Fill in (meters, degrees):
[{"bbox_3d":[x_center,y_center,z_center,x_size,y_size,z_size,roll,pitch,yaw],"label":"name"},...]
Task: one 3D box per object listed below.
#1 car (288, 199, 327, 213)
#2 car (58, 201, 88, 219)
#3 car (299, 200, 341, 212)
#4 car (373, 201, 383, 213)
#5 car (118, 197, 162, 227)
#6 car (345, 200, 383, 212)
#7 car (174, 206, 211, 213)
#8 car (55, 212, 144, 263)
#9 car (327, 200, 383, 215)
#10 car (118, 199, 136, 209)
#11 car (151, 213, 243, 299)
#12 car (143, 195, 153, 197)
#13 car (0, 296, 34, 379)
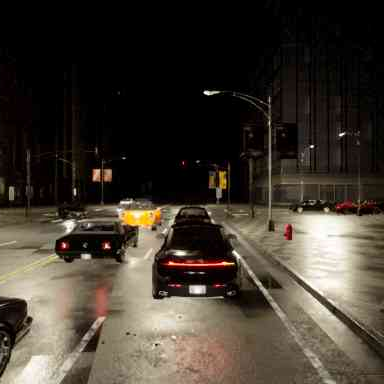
[{"bbox_3d":[13.208,1.576,37.016,4.892,1.490,1.837,0,-1,-1],"label":"car"},{"bbox_3d":[-10.329,1.587,28.783,1.837,1.490,4.892,4,-3,-30],"label":"car"},{"bbox_3d":[15.270,1.663,39.797,4.313,1.339,1.947,0,0,-1],"label":"car"},{"bbox_3d":[23.108,1.640,37.150,4.718,1.301,1.895,0,-1,-1],"label":"car"},{"bbox_3d":[-3.104,1.397,21.014,2.097,1.767,4.553,0,0,0],"label":"car"},{"bbox_3d":[20.910,1.644,39.873,4.313,1.339,1.947,0,0,-1],"label":"car"},{"bbox_3d":[0.038,1.510,17.900,1.882,1.535,5.008,0,0,0],"label":"car"},{"bbox_3d":[-3.123,1.615,12.020,1.895,1.301,4.718,0,0,0],"label":"car"},{"bbox_3d":[15.382,1.577,31.273,4.206,1.307,1.802,0,0,-1],"label":"car"},{"bbox_3d":[-9.736,1.746,50.428,1.812,1.442,4.674,0,0,0],"label":"car"},{"bbox_3d":[0.116,1.512,8.409,1.837,1.490,4.892,0,0,0],"label":"car"},{"bbox_3d":[-9.598,1.603,71.790,2.150,2.045,5.566,0,0,0],"label":"car"},{"bbox_3d":[-3.152,1.548,2.233,2.033,1.411,5.357,0,0,0],"label":"car"}]
